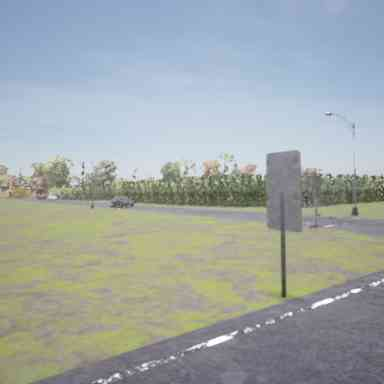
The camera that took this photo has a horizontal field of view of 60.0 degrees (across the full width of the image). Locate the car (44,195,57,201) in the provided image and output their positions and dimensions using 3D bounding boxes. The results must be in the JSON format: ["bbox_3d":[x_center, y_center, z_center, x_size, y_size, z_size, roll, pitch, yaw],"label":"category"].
[{"bbox_3d":[-36.691,1.531,87.151,1.812,1.442,4.674,-2,1,-36],"label":"car"}]

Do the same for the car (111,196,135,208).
[{"bbox_3d":[-9.588,1.393,45.765,1.837,1.490,4.892,-2,1,-36],"label":"car"}]
